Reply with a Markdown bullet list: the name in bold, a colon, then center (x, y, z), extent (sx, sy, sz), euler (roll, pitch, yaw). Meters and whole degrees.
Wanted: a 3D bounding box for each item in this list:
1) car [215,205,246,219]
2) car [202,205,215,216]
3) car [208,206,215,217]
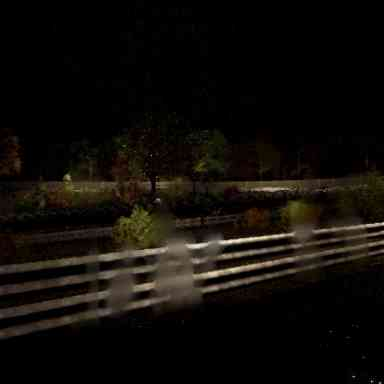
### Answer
- **car**: center (6.682, 2.912, 48.326), extent (5.566, 2.045, 2.150), euler (-4, 2, -21)
- **car**: center (3.998, 2.932, 54.794), extent (4.553, 1.767, 2.097), euler (-4, 2, -21)
- **car**: center (5.337, 3.162, 51.561), extent (4.674, 1.442, 1.812), euler (-4, 2, -21)
